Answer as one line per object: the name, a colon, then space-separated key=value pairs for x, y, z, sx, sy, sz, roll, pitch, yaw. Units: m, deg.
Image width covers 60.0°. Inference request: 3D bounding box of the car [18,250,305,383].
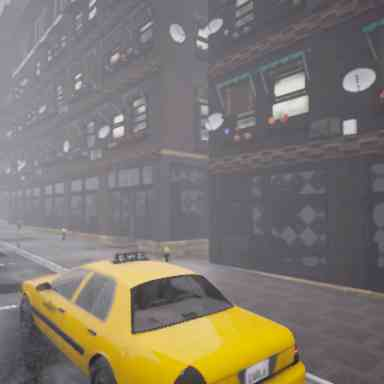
car: x=-1.084 y=1.633 z=4.915 sx=1.801 sy=1.575 sz=5.366 roll=3 pitch=-3 yaw=-41
